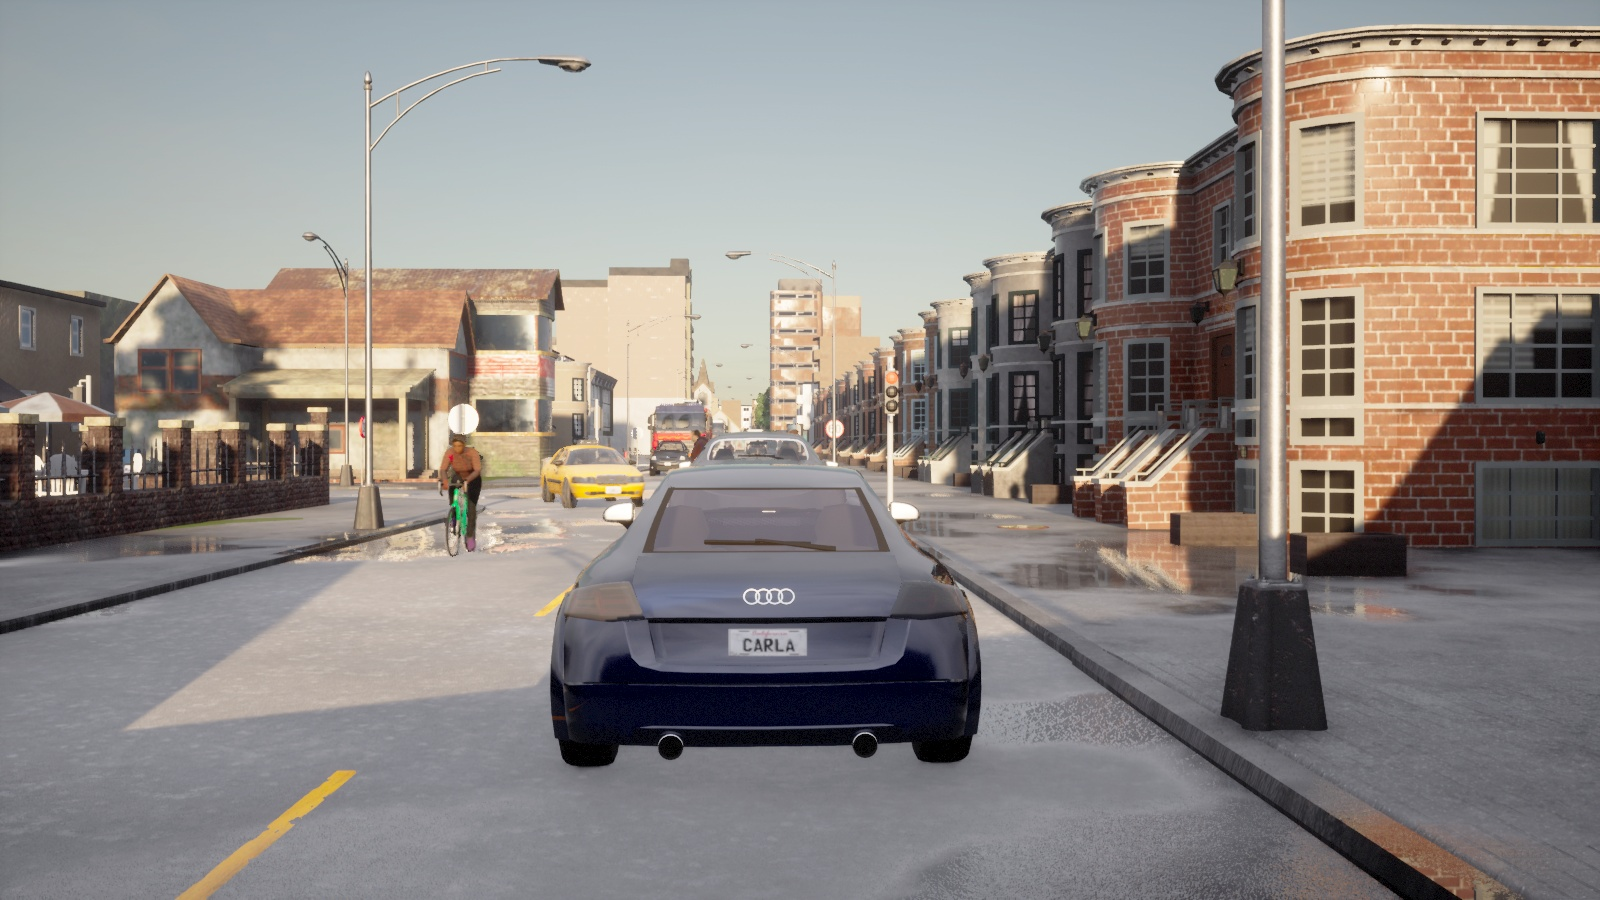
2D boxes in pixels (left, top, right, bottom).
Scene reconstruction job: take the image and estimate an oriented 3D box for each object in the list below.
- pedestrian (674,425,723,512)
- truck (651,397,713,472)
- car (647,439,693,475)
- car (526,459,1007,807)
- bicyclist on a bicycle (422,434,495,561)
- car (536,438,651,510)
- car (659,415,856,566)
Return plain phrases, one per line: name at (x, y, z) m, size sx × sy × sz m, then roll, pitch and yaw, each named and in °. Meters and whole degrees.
pedestrian at (-2.173, 0.386, 26.967) m, size 0.899 × 1.844 × 0.634 m, roll 0°, pitch 0°, yaw -22°
truck at (-6.322, -0.810, 68.437) m, size 2.891 × 3.827 × 8.468 m, roll 0°, pitch 0°, yaw -2°
car at (-5.971, 0.312, 58.107) m, size 1.851 × 1.617 × 3.988 m, roll 0°, pitch 0°, yaw -2°
car at (-0.217, 0.769, 7.301) m, size 1.994 × 1.385 × 4.181 m, roll 0°, pitch 0°, yaw -2°
bicyclist on a bicycle at (-4.561, 0.600, 16.857) m, size 0.582 × 1.620 × 1.656 m, roll 0°, pitch 1°, yaw -2°
car at (-5.085, 0.510, 30.324) m, size 1.801 × 1.575 × 5.366 m, roll 0°, pitch 0°, yaw -20°
car at (-0.538, 0.433, 16.299) m, size 2.152 × 1.651 × 5.027 m, roll 0°, pitch 0°, yaw -2°
